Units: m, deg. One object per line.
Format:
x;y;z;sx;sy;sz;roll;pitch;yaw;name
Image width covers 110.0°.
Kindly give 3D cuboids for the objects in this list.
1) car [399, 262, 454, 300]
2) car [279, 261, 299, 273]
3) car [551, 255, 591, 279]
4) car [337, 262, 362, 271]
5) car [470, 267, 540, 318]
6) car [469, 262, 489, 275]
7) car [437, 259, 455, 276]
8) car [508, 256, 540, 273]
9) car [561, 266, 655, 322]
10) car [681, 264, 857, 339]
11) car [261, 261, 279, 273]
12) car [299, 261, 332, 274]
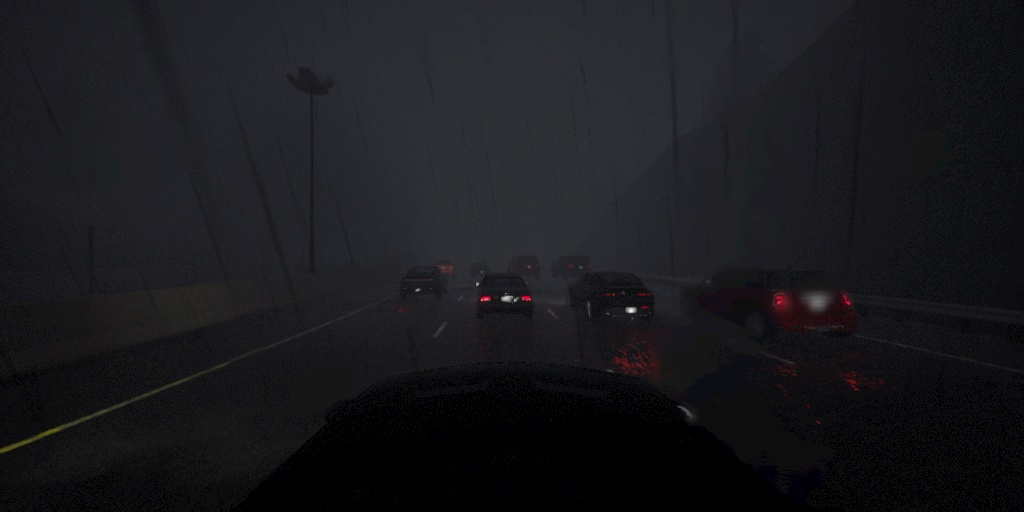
-4.273;1.261;17.886;2.128;1.511;4.902;0;0;-5;car
-26.692;1.328;44.937;2.128;1.511;4.902;0;0;-12;car
4.853;0.976;29.926;2.150;2.045;5.566;0;0;-9;car
-18.946;1.364;42.069;2.033;1.411;5.357;0;0;-12;car
-0.337;1.305;12.996;2.033;1.411;5.357;0;0;-4;car
-3.183;1.302;35.417;1.812;1.442;4.674;0;0;-10;car
-6.852;1.137;35.933;2.097;1.767;4.553;0;0;-10;car
0.984;0.986;31.990;2.150;2.045;5.566;0;0;-9;car
3.172;1.253;12.353;1.837;1.490;4.892;0;0;-3;car
6.772;1.091;10.186;2.097;1.767;4.553;0;0;-3;car
-30.558;1.339;46.333;2.128;1.511;4.902;0;0;-12;car
-22.346;1.426;41.247;1.895;1.301;4.718;0;0;-12;car
